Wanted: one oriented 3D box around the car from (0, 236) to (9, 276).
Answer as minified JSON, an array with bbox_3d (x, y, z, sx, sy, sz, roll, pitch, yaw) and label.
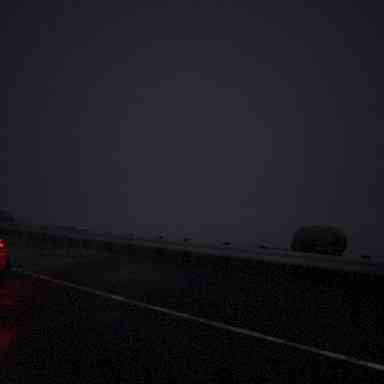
[{"bbox_3d":[-7.196,1.461,9.526,4.553,1.767,2.097,-1,0,38],"label":"car"}]
